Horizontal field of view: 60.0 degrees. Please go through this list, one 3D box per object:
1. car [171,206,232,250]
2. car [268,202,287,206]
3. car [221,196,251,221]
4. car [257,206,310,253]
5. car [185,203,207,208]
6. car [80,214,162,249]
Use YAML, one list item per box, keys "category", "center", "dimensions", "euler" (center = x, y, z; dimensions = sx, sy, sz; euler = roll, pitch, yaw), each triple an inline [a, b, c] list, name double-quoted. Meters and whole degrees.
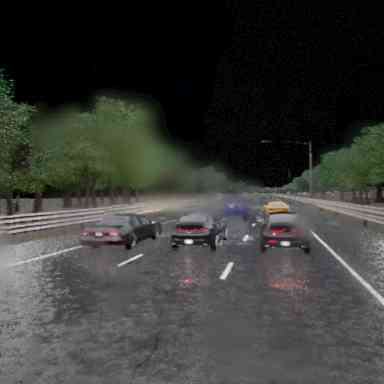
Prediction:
- category: "car"
  center: [0.446, 1.611, 14.880]
  dimensions: [1.837, 1.490, 4.892]
  euler: [-1, 0, 14]
- category: "car"
  center: [7.388, 1.590, 28.807]
  dimensions: [1.882, 1.535, 5.008]
  euler: [-1, 0, 14]
- category: "car"
  center: [3.869, 1.379, 29.175]
  dimensions: [2.150, 2.045, 5.566]
  euler: [-1, 0, 13]
- category: "car"
  center: [3.849, 1.559, 14.061]
  dimensions: [1.837, 1.490, 4.892]
  euler: [-1, 0, 14]
- category: "car"
  center: [0.540, 1.707, 30.270]
  dimensions: [2.128, 1.511, 4.902]
  euler: [-1, 0, 14]
- category: "car"
  center: [-3.032, 1.701, 15.389]
  dimensions: [2.033, 1.411, 5.357]
  euler: [-1, 0, 14]
